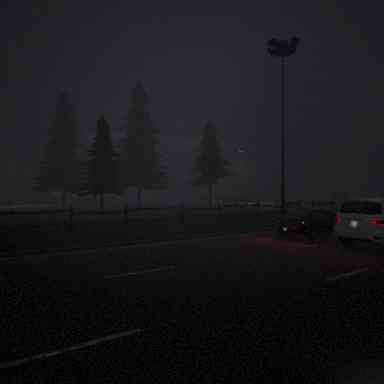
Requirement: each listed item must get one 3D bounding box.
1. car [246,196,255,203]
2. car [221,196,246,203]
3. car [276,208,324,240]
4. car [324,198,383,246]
[{"bbox_3d":[10.738,1.558,68.648,1.837,1.490,4.892,0,0,-35],"label":"car"},{"bbox_3d":[7.891,1.653,66.611,1.895,1.301,4.718,0,0,-35],"label":"car"},{"bbox_3d":[6.236,1.531,16.916,4.674,1.442,1.812,0,0,-35],"label":"car"},{"bbox_3d":[8.293,1.256,14.084,5.566,2.045,2.150,0,0,-35],"label":"car"}]
